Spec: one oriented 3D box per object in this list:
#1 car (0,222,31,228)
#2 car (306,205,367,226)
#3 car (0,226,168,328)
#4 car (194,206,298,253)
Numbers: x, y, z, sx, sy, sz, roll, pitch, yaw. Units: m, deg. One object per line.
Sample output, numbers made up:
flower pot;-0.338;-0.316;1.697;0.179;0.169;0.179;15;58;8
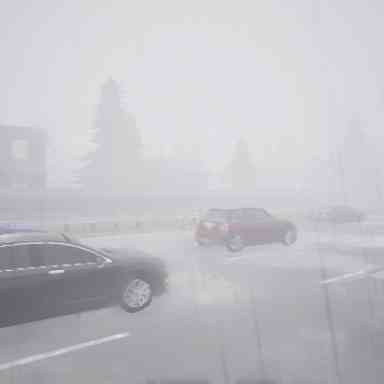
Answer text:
car;-7.548;1.480;11.260;5.008;1.535;1.882;0;0;-35
car;10.508;1.622;24.128;5.357;1.411;2.033;0;0;-35
car;-2.746;1.511;6.086;4.892;1.490;1.837;0;0;-35
car;2.382;1.385;14.038;4.553;1.767;2.097;0;0;-35
